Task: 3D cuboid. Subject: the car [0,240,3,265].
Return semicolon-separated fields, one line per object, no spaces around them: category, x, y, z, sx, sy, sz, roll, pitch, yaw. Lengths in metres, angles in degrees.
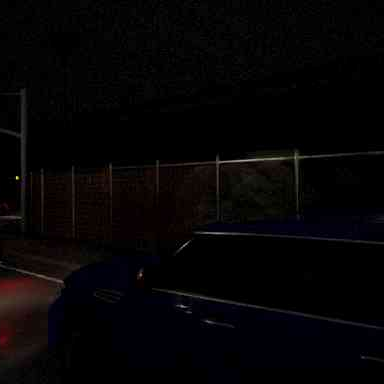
car;-7.128;1.492;9.074;4.902;1.511;2.128;0;0;33

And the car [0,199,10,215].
car;-20.228;1.407;31.937;2.097;1.767;4.553;0;0;37

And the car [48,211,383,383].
car;0.887;1.221;3.358;5.566;2.045;2.150;0;0;35
